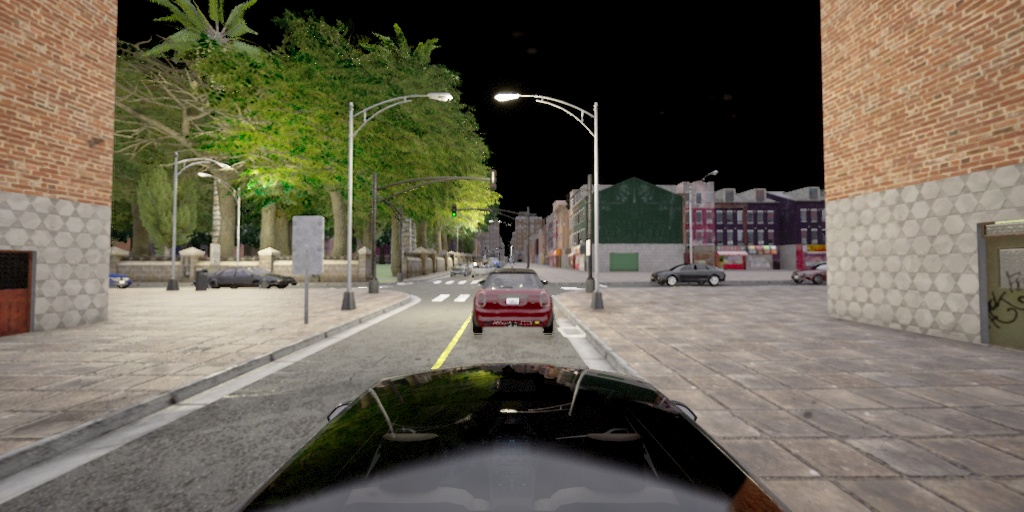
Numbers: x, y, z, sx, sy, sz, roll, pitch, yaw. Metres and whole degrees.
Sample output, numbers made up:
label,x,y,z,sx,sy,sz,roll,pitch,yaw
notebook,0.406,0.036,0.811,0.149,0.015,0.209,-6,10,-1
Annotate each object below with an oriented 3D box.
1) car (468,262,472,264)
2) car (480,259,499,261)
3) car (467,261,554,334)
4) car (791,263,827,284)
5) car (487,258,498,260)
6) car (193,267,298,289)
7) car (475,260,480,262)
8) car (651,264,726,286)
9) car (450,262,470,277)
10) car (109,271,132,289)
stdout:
label,x,y,z,sx,sy,sz,roll,pitch,yaw
car,-2.952,1.529,36.701,1.895,1.301,4.718,0,0,2
car,-3.034,1.493,46.778,1.837,1.490,4.892,0,0,-1
car,0.043,1.144,10.948,2.097,1.767,4.553,0,0,1
car,22.257,1.204,25.104,4.674,1.442,1.812,-1,-2,0
car,-3.109,1.280,57.442,2.150,2.045,5.566,0,0,0
car,-16.229,1.373,21.930,5.357,1.411,2.033,0,-2,0
car,-5.563,1.530,45.492,2.007,1.370,4.403,0,0,0
car,12.228,1.291,25.033,4.892,1.490,1.837,-1,-2,0
car,-5.532,1.488,38.357,2.007,1.370,4.403,0,0,0
car,-26.139,1.346,21.886,4.674,1.442,1.812,0,-2,0
